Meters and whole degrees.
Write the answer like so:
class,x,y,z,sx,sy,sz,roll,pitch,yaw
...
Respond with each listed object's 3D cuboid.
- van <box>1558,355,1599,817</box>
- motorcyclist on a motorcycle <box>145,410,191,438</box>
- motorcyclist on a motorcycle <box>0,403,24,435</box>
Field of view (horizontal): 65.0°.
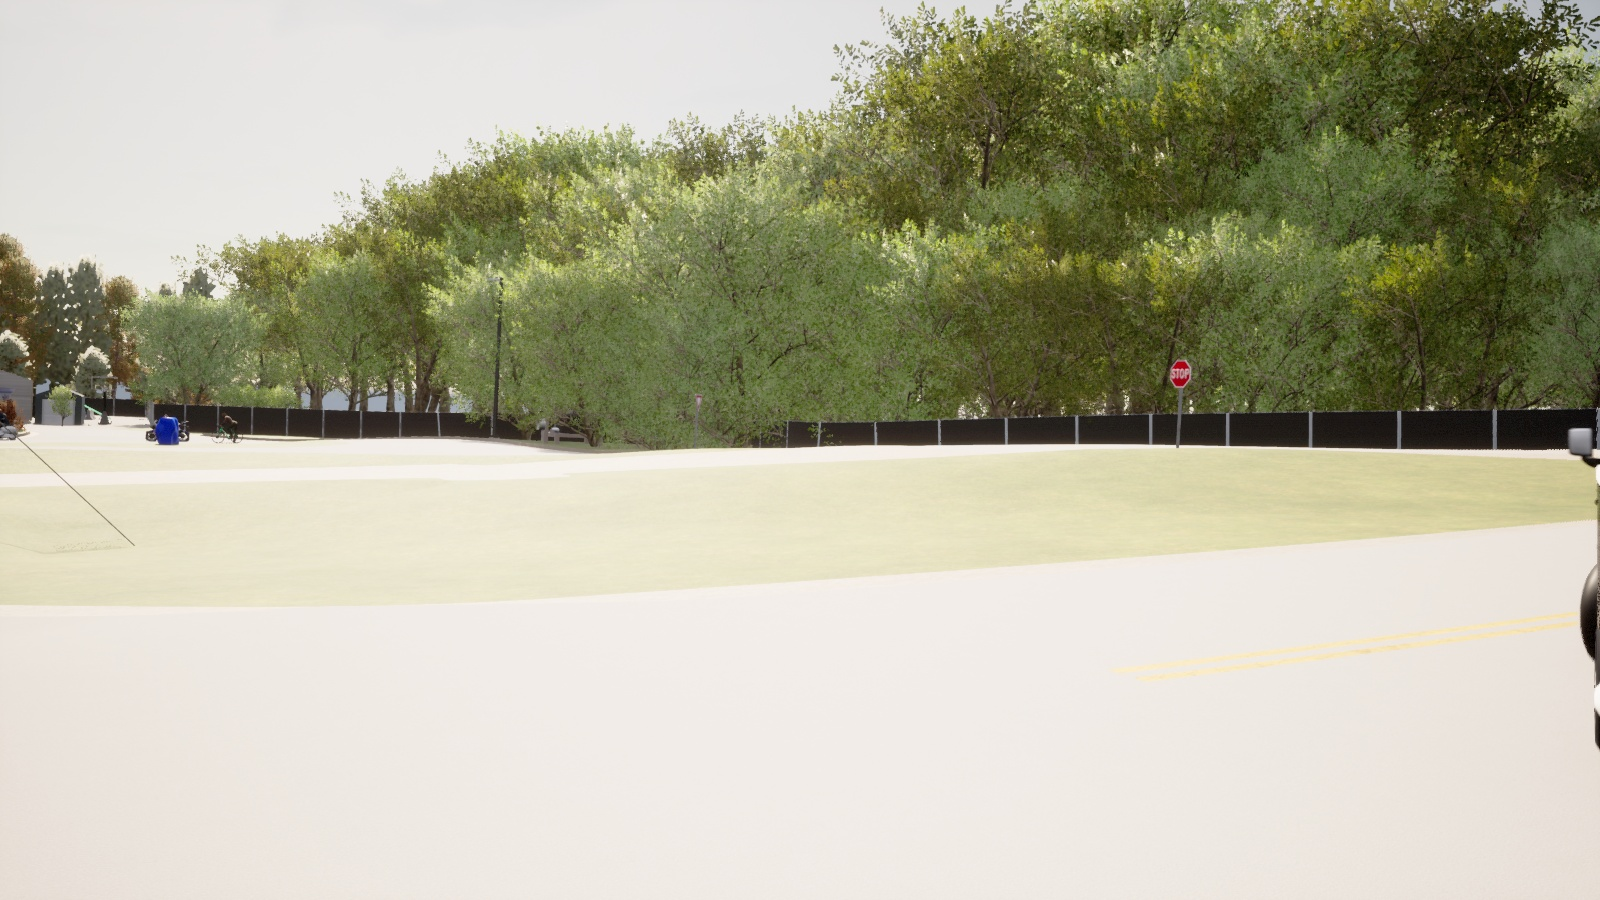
class,x,y,z,sx,sy,sz,roll,pitch,yaw
van,5.467,0.527,6.908,2.069,2.038,4.480,2,3,32
motorcyclist on a motorcycle,-35.289,-1.450,70.136,2.191,1.530,0.866,1,2,-24
motorcyclist on a motorcycle,-40.965,-1.611,64.333,0.866,1.590,1.817,3,1,31
